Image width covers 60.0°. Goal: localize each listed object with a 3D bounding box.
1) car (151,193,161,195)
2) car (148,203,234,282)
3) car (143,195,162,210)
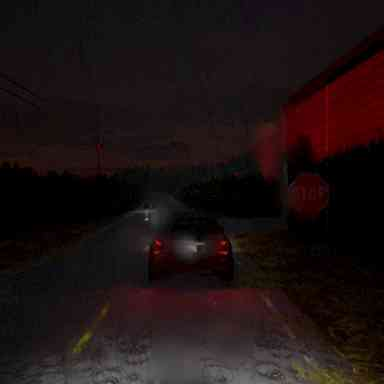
[{"bbox_3d":[-6.664,1.178,61.242,2.150,2.045,5.566,0,0,-4],"label":"car"},{"bbox_3d":[0.012,1.347,9.939,2.097,1.767,4.553,0,0,1],"label":"car"},{"bbox_3d":[-5.240,1.462,43.119,2.128,1.511,4.902,0,0,-5],"label":"car"}]
